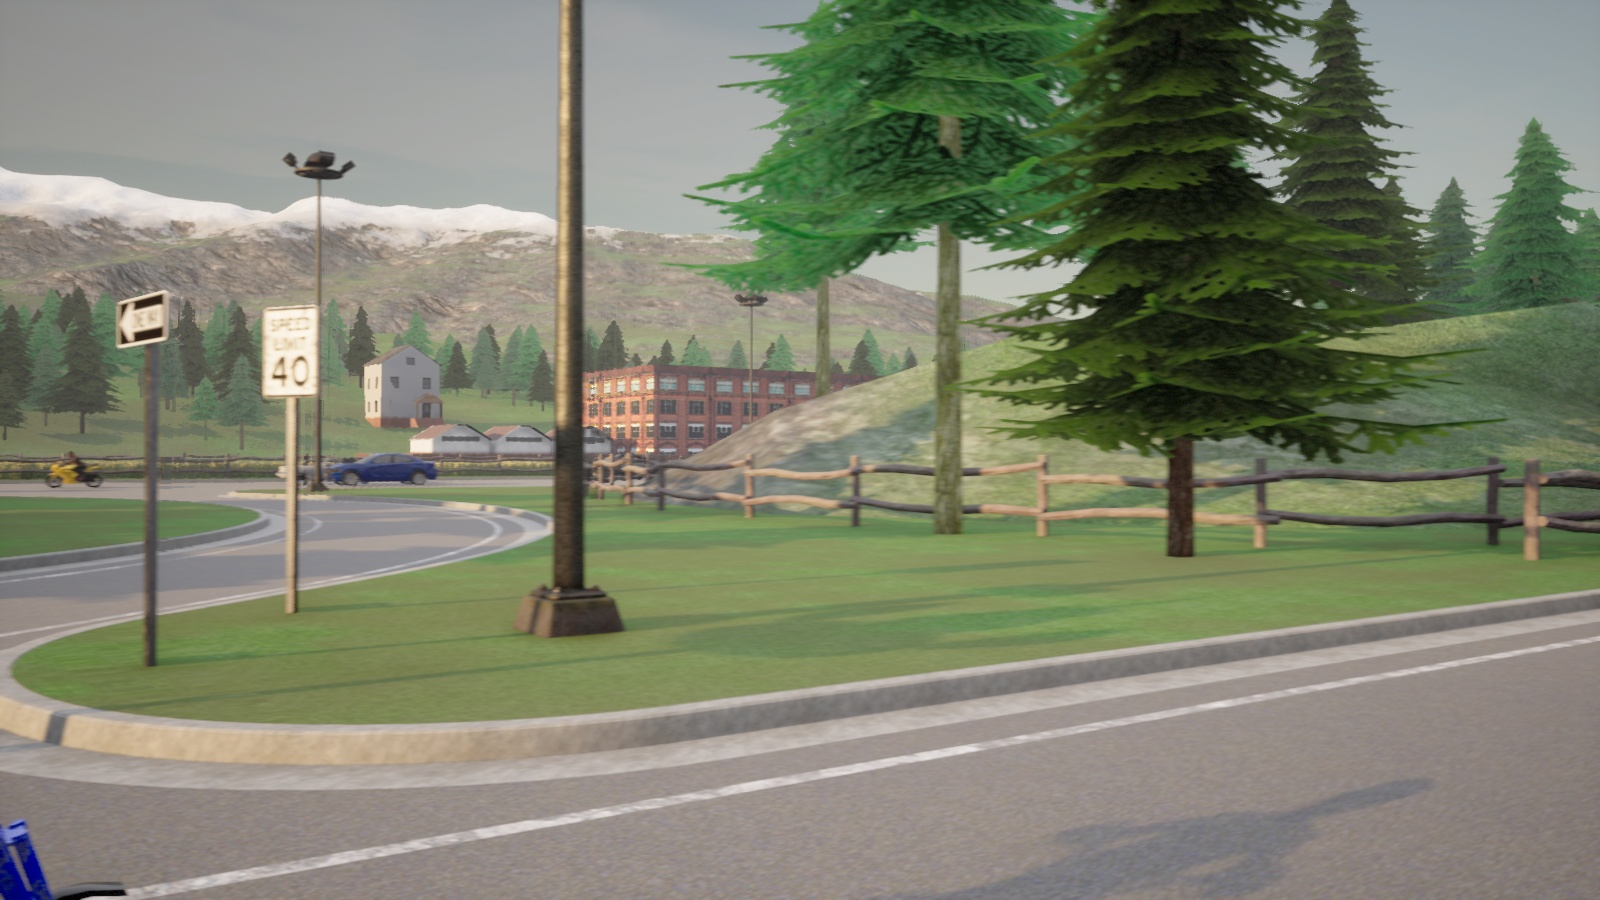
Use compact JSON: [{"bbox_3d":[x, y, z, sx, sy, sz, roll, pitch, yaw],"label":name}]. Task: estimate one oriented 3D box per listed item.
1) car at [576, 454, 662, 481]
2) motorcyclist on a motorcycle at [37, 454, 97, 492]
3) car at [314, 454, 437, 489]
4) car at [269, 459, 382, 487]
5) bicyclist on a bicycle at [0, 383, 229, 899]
[{"bbox_3d":[-10.451,0.978,72.606,4.514,1.525,2.007,0,0,-35],"label":"car"},{"bbox_3d":[-29.652,0.926,50.807,2.044,1.523,0.797,0,0,-35],"label":"motorcyclist on a motorcycle"},{"bbox_3d":[-19.519,0.950,57.819,5.008,1.535,1.882,0,0,-35],"label":"car"},{"bbox_3d":[-22.616,1.081,59.932,4.718,1.301,1.895,0,0,-35],"label":"car"},{"bbox_3d":[-1.951,0.690,2.307,1.509,1.612,0.866,0,0,-35],"label":"bicyclist on a bicycle"}]
